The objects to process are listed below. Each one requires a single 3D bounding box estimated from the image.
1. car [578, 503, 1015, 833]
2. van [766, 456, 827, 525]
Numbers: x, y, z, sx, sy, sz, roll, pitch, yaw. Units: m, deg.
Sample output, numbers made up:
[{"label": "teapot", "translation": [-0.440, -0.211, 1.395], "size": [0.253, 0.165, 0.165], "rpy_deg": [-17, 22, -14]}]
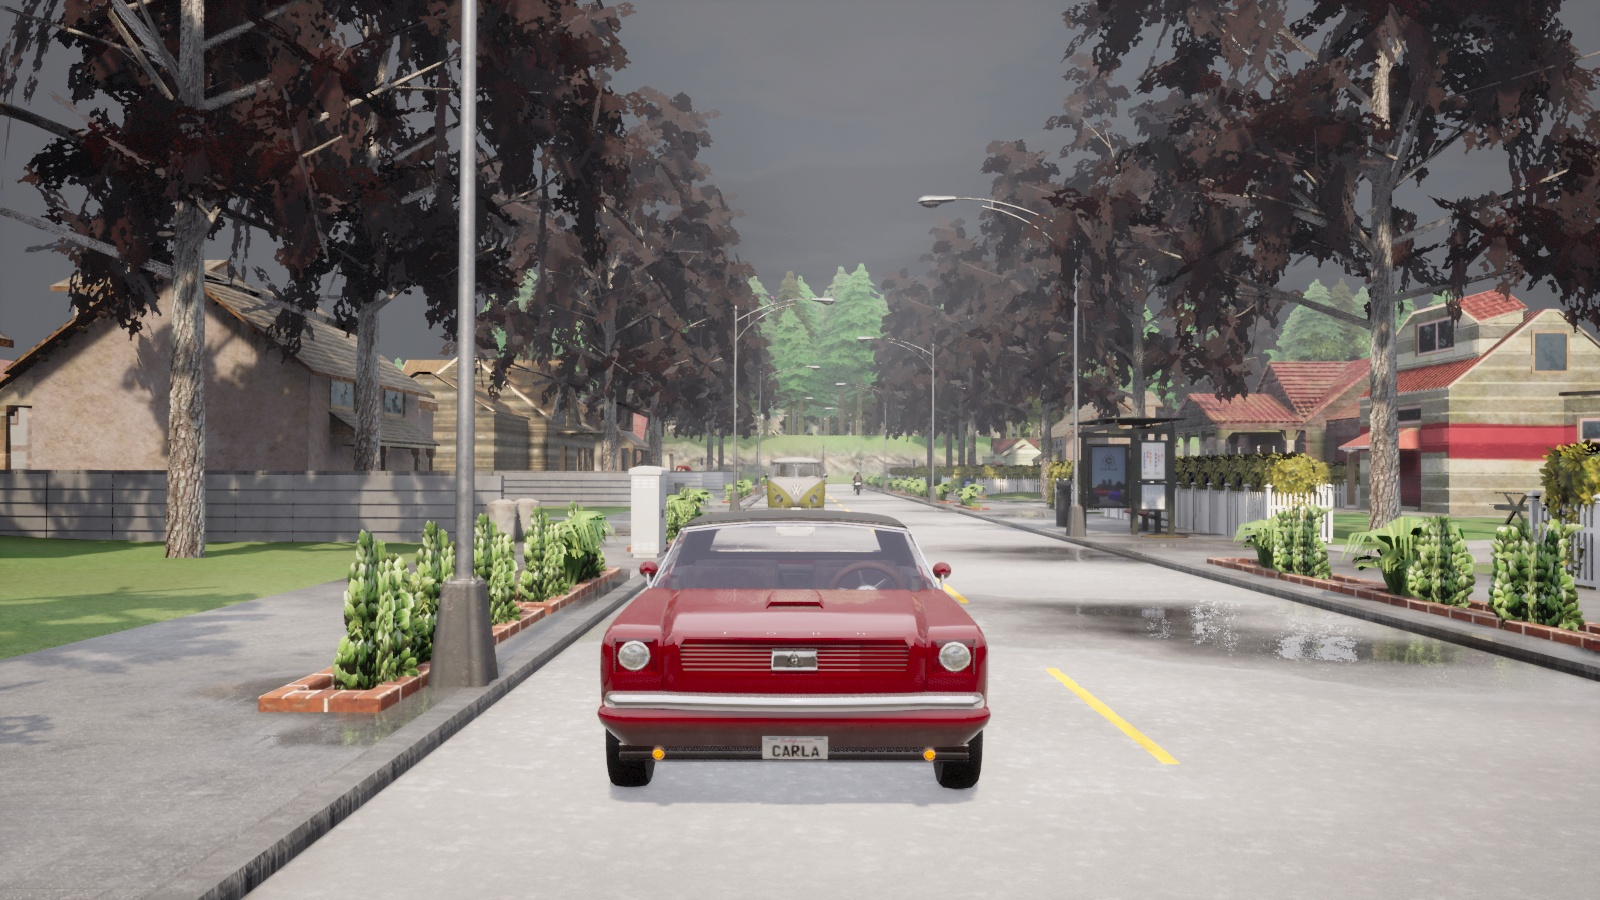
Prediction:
[{"label": "car", "translation": [-0.021, 1.046, 7.809], "size": [1.895, 1.301, 4.718], "rpy_deg": [0, -1, 0]}, {"label": "van", "translation": [-0.106, 1.218, 38.827], "size": [1.775, 1.987, 4.442], "rpy_deg": [0, -1, 0]}]
